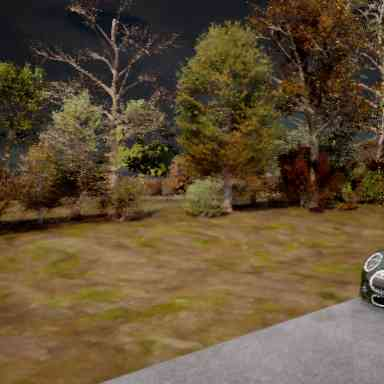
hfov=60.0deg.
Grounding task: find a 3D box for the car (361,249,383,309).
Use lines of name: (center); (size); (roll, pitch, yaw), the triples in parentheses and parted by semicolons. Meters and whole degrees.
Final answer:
car: (5.451, 1.343, 6.739); (4.553, 1.767, 2.097); (0, 0, -34)
